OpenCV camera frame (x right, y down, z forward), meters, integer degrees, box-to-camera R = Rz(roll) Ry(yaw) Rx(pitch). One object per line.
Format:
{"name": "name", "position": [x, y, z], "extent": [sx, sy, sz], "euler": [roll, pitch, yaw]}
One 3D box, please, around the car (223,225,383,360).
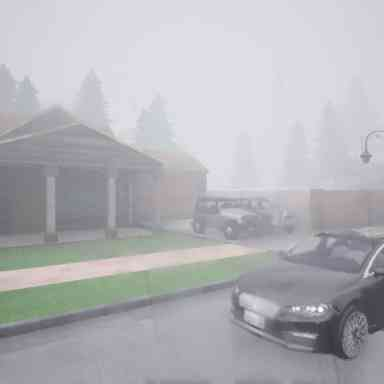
{"name": "car", "position": [2.861, 1.491, 6.012], "extent": [4.902, 1.511, 2.128], "euler": [0, 0, -35]}

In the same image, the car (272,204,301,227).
{"name": "car", "position": [3.415, 1.173, 17.749], "extent": [1.932, 1.855, 4.605], "euler": [0, 0, -36]}

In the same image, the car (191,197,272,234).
{"name": "car", "position": [1.596, 1.175, 15.971], "extent": [1.905, 1.878, 3.866], "euler": [0, 0, -36]}
